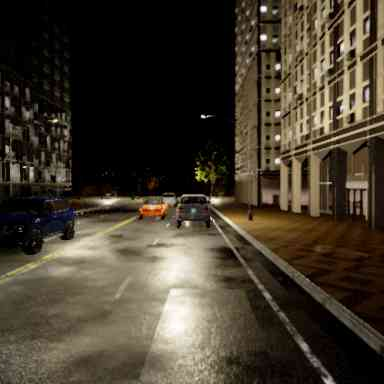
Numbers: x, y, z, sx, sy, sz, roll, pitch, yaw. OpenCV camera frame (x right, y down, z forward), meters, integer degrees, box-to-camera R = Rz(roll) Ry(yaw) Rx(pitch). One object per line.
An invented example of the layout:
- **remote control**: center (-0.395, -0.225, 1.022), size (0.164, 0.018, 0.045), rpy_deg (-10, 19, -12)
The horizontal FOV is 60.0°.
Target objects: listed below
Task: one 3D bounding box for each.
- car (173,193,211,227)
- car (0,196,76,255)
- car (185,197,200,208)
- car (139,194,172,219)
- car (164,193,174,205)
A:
- **car**: center (0.094, 1.197, 22.857), size (2.150, 2.045, 5.566), rpy_deg (0, 0, 0)
- **car**: center (-6.603, 1.213, 13.615), size (2.150, 2.045, 5.566), rpy_deg (0, 0, 0)
- **car**: center (0.083, 1.505, 48.224), size (1.994, 1.385, 4.181), rpy_deg (0, 0, 0)
- **car**: center (-3.162, 1.325, 28.385), size (2.097, 1.767, 4.553), rpy_deg (0, 0, 0)
- **car**: center (-3.167, 1.168, 47.040), size (2.150, 2.045, 5.566), rpy_deg (0, 0, 0)
